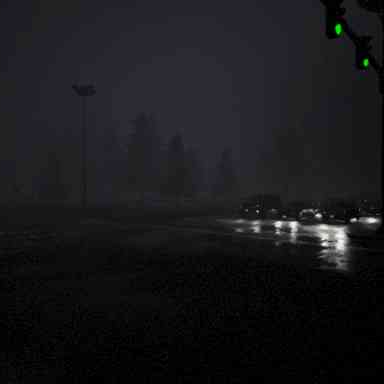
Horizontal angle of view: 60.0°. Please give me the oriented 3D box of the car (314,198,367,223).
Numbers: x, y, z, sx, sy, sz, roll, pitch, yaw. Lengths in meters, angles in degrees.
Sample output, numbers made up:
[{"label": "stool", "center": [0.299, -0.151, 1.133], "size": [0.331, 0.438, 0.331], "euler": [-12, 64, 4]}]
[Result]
[{"label": "car", "center": [11.310, 1.454, 25.138], "size": [2.128, 1.511, 4.902], "euler": [0, 0, 39]}]

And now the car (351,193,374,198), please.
[{"label": "car", "center": [21.386, 1.157, 42.978], "size": [2.150, 2.045, 5.566], "euler": [0, 0, 40]}]

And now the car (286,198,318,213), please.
[{"label": "car", "center": [12.490, 1.468, 37.637], "size": [1.812, 1.442, 4.674], "euler": [0, 0, 39]}]

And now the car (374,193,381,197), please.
[{"label": "car", "center": [28.128, 1.144, 51.108], "size": [2.150, 2.045, 5.566], "euler": [0, 0, 39]}]

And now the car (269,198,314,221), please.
[{"label": "car", "center": [8.749, 1.505, 27.536], "size": [2.033, 1.411, 5.357], "euler": [0, 0, 39]}]

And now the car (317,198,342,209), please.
[{"label": "car", "center": [18.795, 1.532, 45.329], "size": [1.895, 1.301, 4.718], "euler": [0, 0, 39]}]

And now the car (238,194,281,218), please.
[{"label": "car", "center": [6.329, 1.175, 30.098], "size": [2.150, 2.045, 5.566], "euler": [0, 0, 39]}]

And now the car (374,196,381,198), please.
[{"label": "car", "center": [23.572, 1.541, 40.123], "size": [1.895, 1.301, 4.718], "euler": [0, 0, 39]}]

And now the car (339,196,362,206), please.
[{"label": "car", "center": [25.361, 1.411, 53.223], "size": [2.128, 1.511, 4.902], "euler": [0, 0, 40]}]

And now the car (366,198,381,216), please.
[{"label": "car", "center": [17.173, 1.553, 32.311], "size": [1.895, 1.301, 4.718], "euler": [0, 0, 39]}]

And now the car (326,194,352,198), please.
[{"label": "car", "center": [14.728, 1.299, 34.849], "size": [2.097, 1.767, 4.553], "euler": [0, 0, 39]}]
